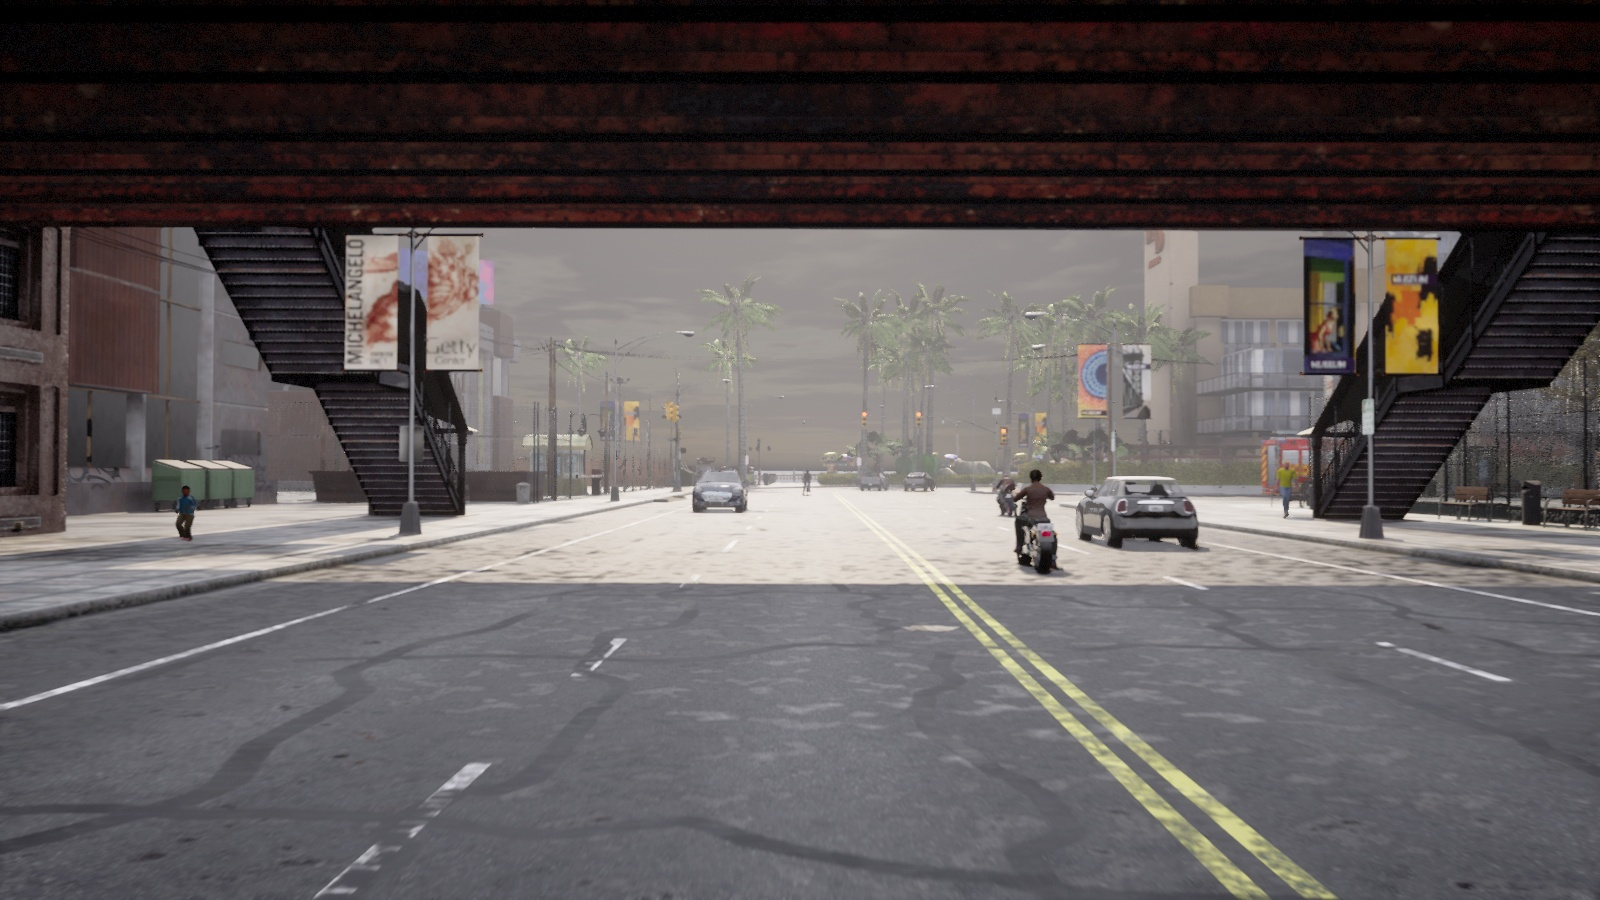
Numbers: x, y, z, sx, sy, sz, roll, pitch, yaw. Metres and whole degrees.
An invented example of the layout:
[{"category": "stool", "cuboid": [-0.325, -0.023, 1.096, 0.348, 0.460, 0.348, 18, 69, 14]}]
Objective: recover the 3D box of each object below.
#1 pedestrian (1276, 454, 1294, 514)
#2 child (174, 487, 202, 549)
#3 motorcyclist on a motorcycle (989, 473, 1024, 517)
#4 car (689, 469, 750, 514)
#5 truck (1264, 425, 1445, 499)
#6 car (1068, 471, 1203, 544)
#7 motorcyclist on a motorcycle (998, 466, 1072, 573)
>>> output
[{"category": "pedestrian", "cuboid": [14.985, 1.062, 38.806, 0.354, 1.836, 0.706, 0, -1, 11]}, {"category": "child", "cuboid": [-11.819, 1.307, 24.260, 0.343, 1.192, 0.448, 0, -1, -5]}, {"category": "motorcyclist on a motorcycle", "cuboid": [7.309, 1.567, 44.481, 0.866, 1.530, 2.191, 0, -1, 0]}, {"category": "car", "cuboid": [-3.053, 1.571, 48.509, 2.033, 1.649, 4.856, 0, -1, 0]}, {"category": "truck", "cuboid": [29.752, 0.661, 67.616, 8.468, 3.827, 2.891, 0, -1, 0]}, {"category": "car", "cuboid": [7.324, 1.216, 27.764, 1.970, 1.475, 3.806, 0, -1, 0]}, {"category": "motorcyclist on a motorcycle", "cuboid": [3.794, 1.093, 20.472, 0.766, 1.649, 2.350, 0, -1, 0]}]
